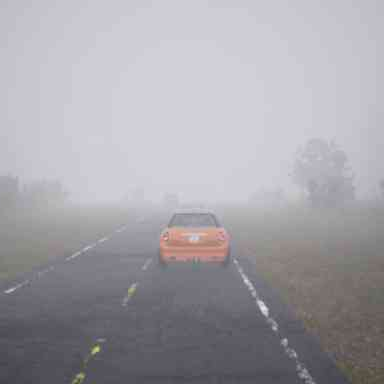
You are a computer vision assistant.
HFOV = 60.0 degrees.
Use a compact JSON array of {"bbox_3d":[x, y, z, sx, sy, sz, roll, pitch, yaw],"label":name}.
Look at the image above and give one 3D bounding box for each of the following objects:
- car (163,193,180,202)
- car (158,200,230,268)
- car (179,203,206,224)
[{"bbox_3d":[-2.828,1.149,47.229,2.150,2.045,5.566,0,0,0],"label":"car"},{"bbox_3d":[0.069,1.331,11.419,2.097,1.767,4.553,0,0,0],"label":"car"},{"bbox_3d":[0.067,1.558,25.442,1.895,1.301,4.718,0,0,0],"label":"car"}]
